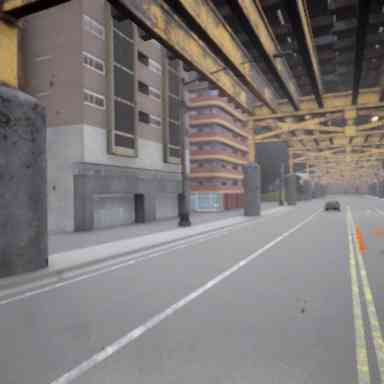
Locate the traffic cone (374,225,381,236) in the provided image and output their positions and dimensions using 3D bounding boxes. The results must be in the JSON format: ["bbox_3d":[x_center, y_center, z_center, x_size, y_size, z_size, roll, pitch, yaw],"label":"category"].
[{"bbox_3d":[10.227,2.101,18.377,0.340,0.580,0.340,-1,-1,25],"label":"traffic cone"}]

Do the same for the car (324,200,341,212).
[{"bbox_3d":[18.072,1.778,42.766,2.033,1.411,5.357,-1,0,25],"label":"car"}]

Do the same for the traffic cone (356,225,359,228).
[{"bbox_3d":[8.481,2.101,16.980,0.340,0.580,0.340,-1,-1,25],"label":"traffic cone"}]

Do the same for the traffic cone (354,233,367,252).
[{"bbox_3d":[6.805,2.072,13.348,0.340,0.580,0.340,-1,-1,25],"label":"traffic cone"}]

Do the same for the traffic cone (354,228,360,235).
[{"bbox_3d":[7.643,2.087,15.164,0.340,0.580,0.340,-1,-1,25],"label":"traffic cone"}]
